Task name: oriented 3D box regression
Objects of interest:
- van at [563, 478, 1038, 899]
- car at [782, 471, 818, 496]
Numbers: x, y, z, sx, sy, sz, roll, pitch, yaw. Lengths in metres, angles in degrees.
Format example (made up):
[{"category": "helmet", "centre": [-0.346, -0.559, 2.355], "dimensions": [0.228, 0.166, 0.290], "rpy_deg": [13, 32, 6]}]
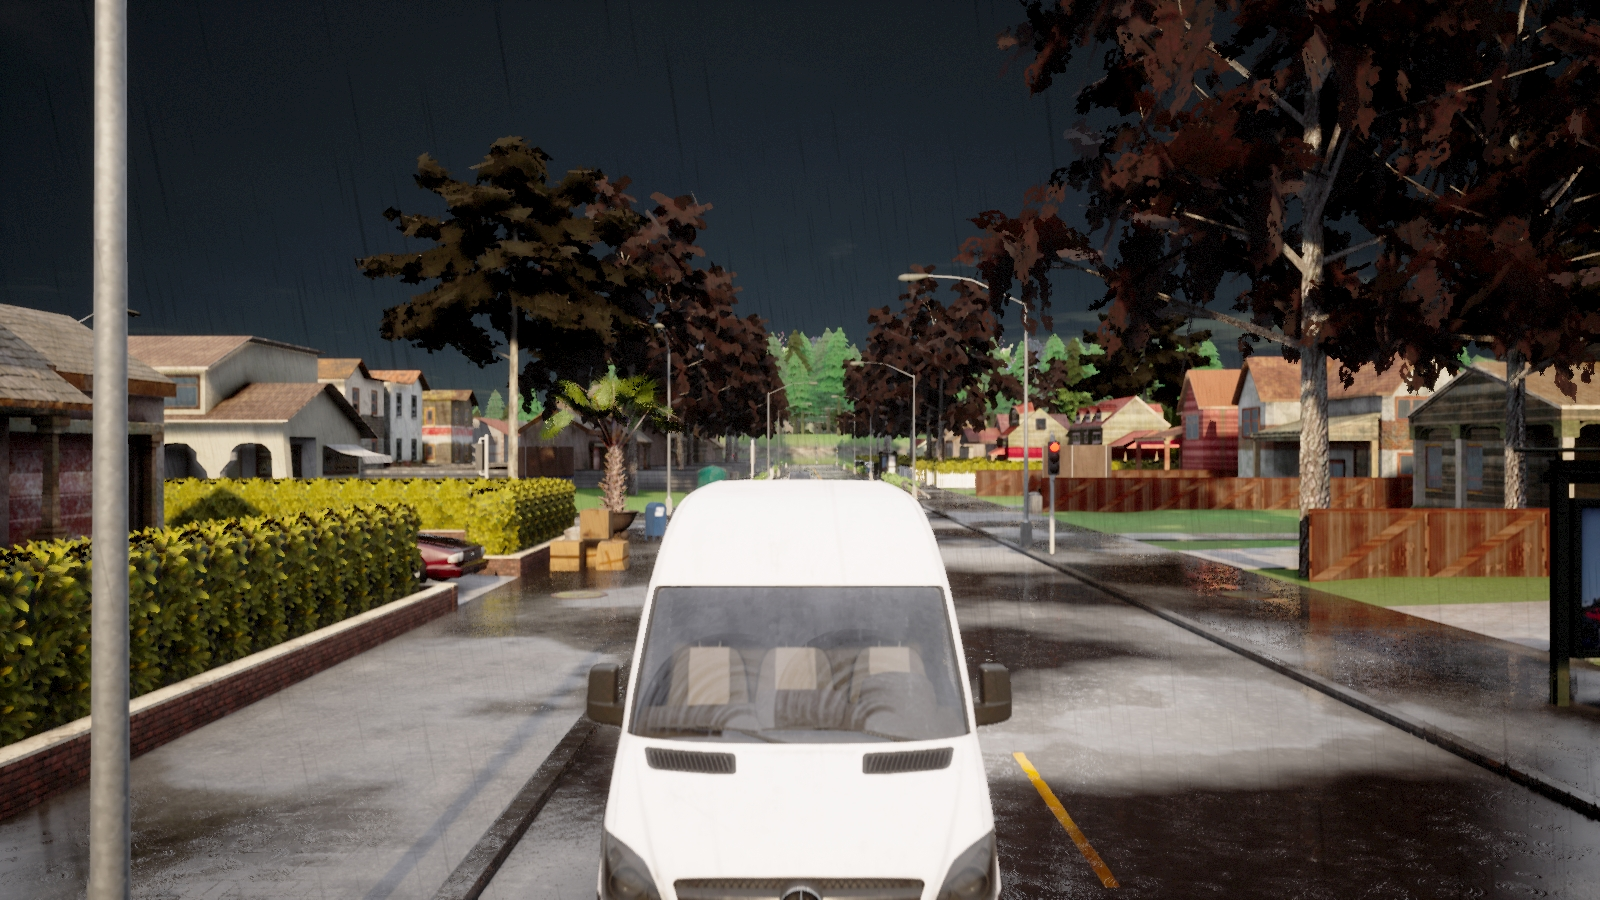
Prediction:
[{"category": "van", "centre": [0.002, 1.538, 7.733], "dimensions": [1.988, 2.561, 5.915], "rpy_deg": [0, 0, 0]}, {"category": "car", "centre": [-0.006, 2.090, 72.812], "dimensions": [2.231, 1.480, 4.892], "rpy_deg": [0, 0, 0]}]
